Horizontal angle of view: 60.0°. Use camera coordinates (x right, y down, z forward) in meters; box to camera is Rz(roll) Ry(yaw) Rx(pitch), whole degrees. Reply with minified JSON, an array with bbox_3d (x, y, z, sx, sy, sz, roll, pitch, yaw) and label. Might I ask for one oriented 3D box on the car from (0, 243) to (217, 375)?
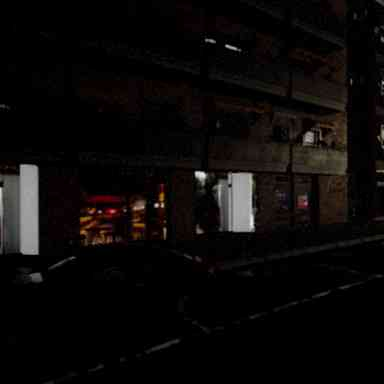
[{"bbox_3d":[-1.469,1.564,5.515,4.206,1.307,1.802,-1,1,-36],"label":"car"}]
